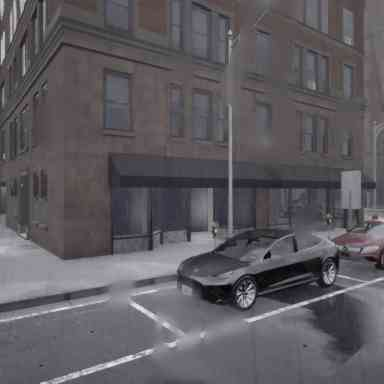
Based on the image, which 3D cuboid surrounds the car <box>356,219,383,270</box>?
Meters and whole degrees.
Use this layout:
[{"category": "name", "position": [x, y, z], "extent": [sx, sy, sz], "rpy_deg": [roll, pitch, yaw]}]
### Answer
[{"category": "car", "position": [6.174, 1.582, 10.939], "extent": [4.206, 1.307, 1.802], "rpy_deg": [0, 0, -35]}]

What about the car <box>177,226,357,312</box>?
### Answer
[{"category": "car", "position": [1.695, 1.566, 7.744], "extent": [4.313, 1.339, 1.947], "rpy_deg": [0, 0, -36]}]
